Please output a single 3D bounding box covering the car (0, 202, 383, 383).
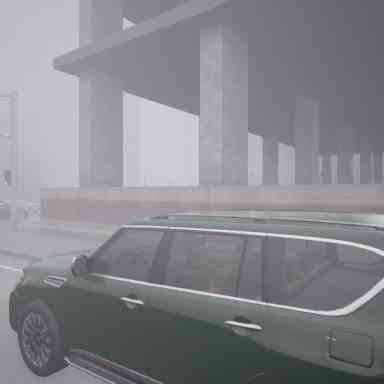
[{"bbox_3d":[0.130,1.221,3.890,5.566,2.045,2.150,0,0,35],"label":"car"}]

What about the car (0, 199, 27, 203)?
[{"bbox_3d":[-15.169,1.408,25.798,2.097,1.767,4.553,0,0,36],"label":"car"}]

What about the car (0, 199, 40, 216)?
[{"bbox_3d":[-18.332,1.533,33.759,1.882,1.535,5.008,0,0,36],"label":"car"}]

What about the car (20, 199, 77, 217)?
[{"bbox_3d":[-14.282,1.547,33.407,2.128,1.511,4.902,0,0,36],"label":"car"}]
